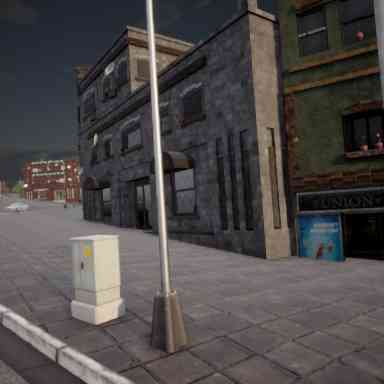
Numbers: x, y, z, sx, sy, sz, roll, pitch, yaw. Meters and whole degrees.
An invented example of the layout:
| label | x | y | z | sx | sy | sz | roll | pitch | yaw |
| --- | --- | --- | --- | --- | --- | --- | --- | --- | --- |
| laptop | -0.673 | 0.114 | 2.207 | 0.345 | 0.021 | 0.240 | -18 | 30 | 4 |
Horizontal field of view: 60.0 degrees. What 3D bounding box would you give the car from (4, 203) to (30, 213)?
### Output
| label | x | y | z | sx | sy | sz | roll | pitch | yaw |
| --- | --- | --- | --- | --- | --- | --- | --- | --- | --- |
| car | -26.934 | 2.437 | 51.363 | 1.812 | 1.442 | 4.674 | -4 | -1 | 3 |
